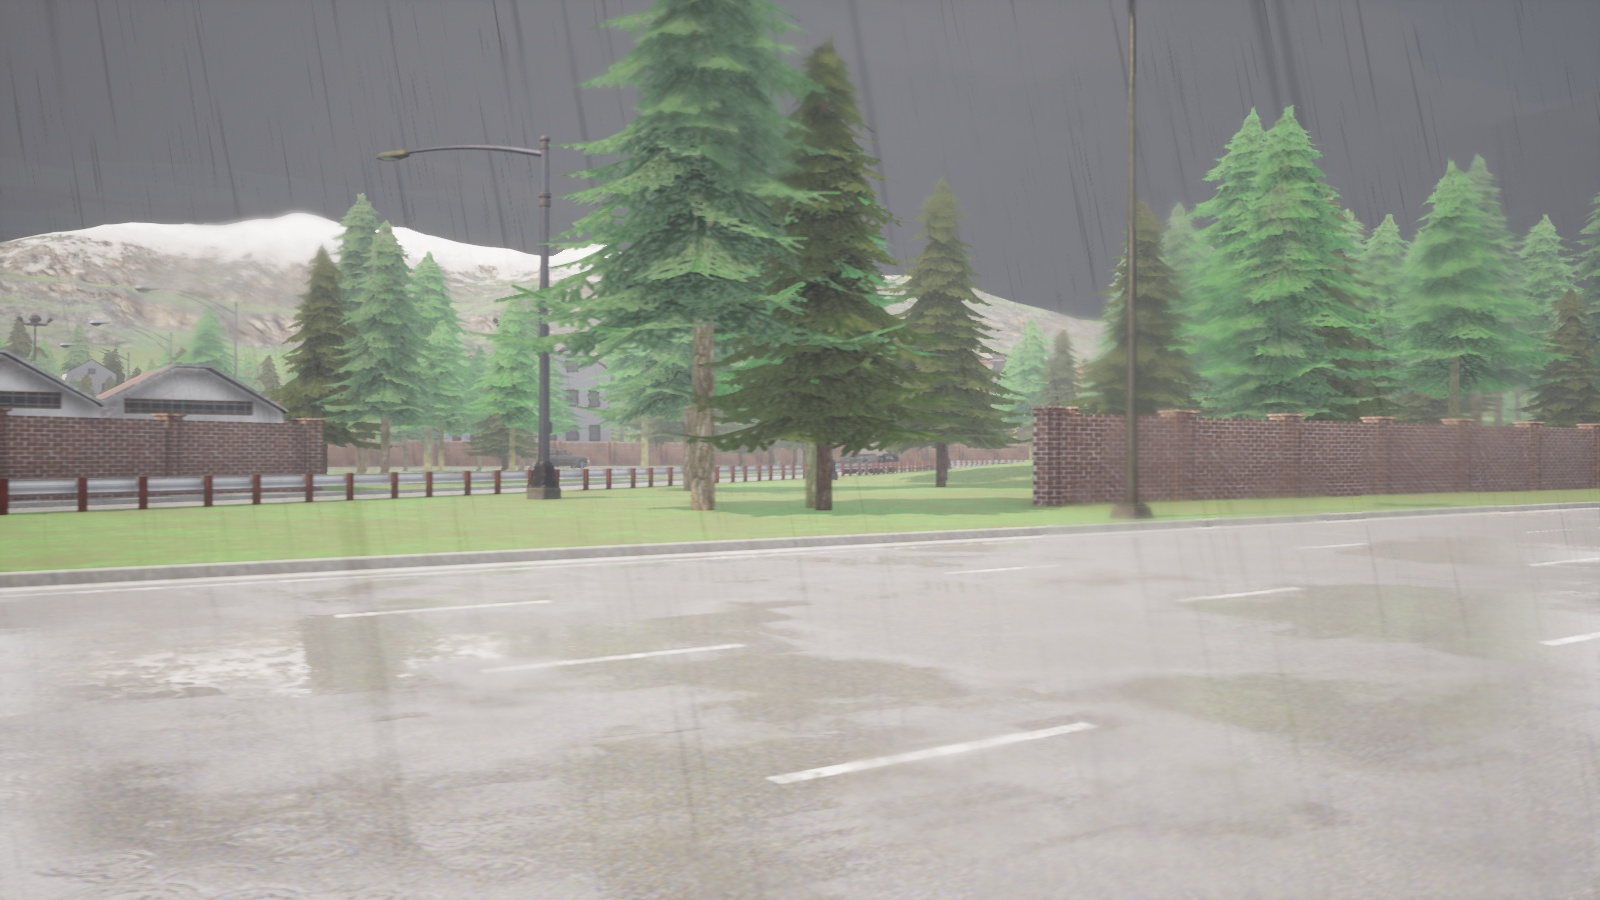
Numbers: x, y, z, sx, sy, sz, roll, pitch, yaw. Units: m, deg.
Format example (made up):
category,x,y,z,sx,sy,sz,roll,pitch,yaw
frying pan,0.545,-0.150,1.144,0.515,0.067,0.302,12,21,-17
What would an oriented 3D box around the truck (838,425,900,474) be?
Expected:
category,x,y,z,sx,sy,sz,roll,pitch,yaw
truck,5.258,-0.018,94.068,2.891,3.462,7.936,0,0,17
